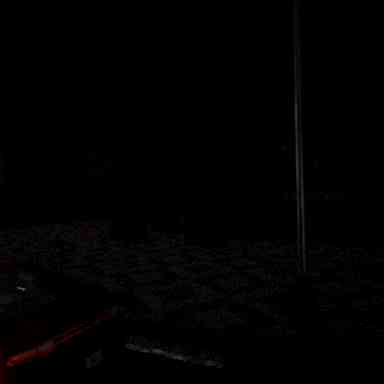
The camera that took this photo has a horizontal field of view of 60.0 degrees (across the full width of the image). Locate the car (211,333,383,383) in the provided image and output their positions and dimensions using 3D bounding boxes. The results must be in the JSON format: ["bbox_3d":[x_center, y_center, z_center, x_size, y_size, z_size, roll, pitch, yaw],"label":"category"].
[{"bbox_3d":[2.152,1.467,1.854,4.403,1.369,2.008,-1,1,24],"label":"car"}]

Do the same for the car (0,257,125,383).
[{"bbox_3d":[-2.989,1.510,4.136,4.507,1.381,1.887,-1,1,24],"label":"car"}]
